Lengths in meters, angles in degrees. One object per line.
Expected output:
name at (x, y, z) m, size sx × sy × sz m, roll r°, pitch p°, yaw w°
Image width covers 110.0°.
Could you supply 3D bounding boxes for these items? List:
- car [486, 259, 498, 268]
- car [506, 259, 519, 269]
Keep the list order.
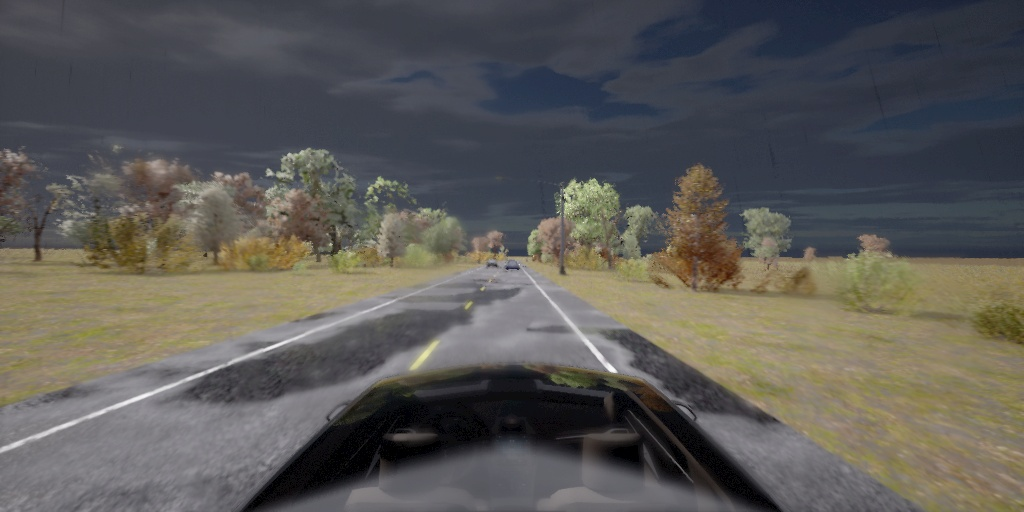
car at (-3.541, 1.309, 63.763) m, size 1.882 × 1.535 × 5.008 m, roll 0°, pitch 0°, yaw 0°
car at (0.071, 1.383, 56.580) m, size 1.994 × 1.385 × 4.181 m, roll 0°, pitch 0°, yaw 0°
